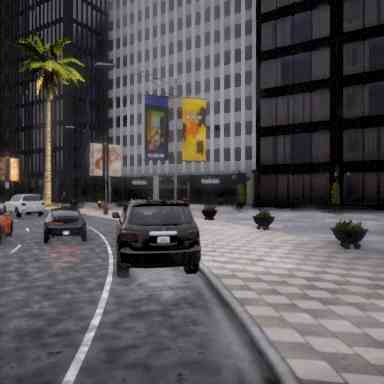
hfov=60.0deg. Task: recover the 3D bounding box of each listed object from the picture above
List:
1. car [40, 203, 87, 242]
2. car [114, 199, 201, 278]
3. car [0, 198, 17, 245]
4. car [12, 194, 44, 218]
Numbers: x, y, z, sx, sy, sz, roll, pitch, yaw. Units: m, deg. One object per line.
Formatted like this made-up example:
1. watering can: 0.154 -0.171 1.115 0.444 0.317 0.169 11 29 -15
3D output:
1. car: -6.393 1.502 16.676 1.837 1.490 4.892 0 0 -22
2. car: -1.276 1.218 10.465 2.150 2.045 5.566 0 0 -13
3. car: -9.553 1.341 15.171 2.097 1.767 4.553 0 0 -22
4. car: -15.457 1.202 30.606 2.150 2.045 5.566 0 0 -44
